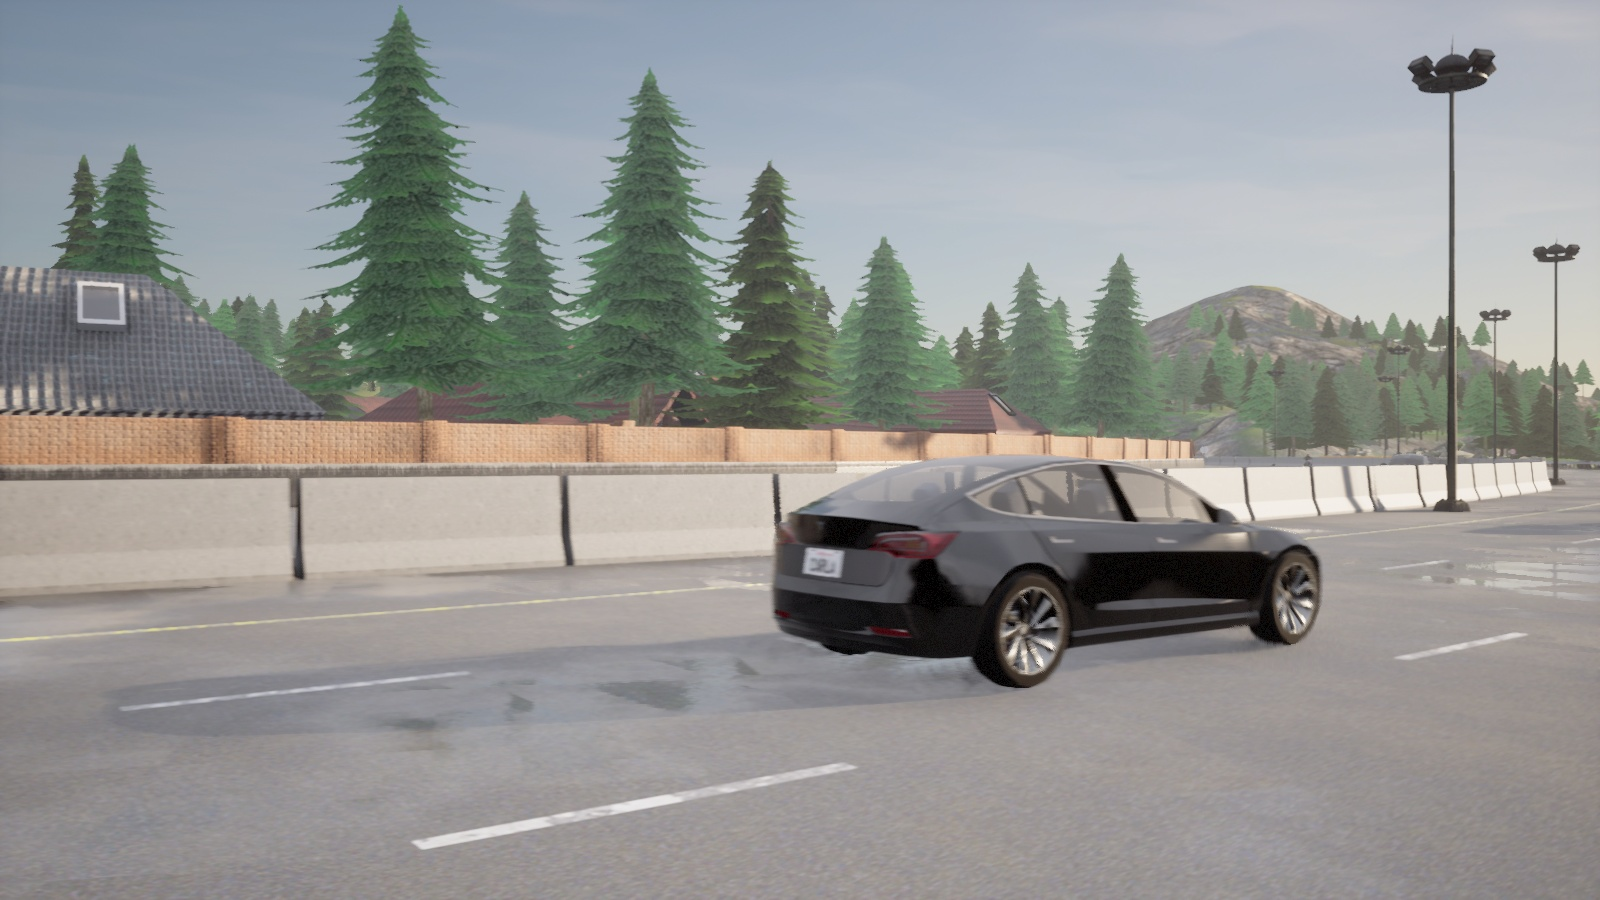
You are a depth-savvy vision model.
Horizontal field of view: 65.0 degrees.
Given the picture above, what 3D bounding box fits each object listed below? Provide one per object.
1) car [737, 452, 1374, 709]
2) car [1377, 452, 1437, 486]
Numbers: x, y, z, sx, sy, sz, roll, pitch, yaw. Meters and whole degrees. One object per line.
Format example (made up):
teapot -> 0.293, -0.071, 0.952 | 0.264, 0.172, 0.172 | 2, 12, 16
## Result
car -> 2.110, 0.766, 9.616 | 4.792, 1.488, 2.163 | 0, 0, -38
car -> 27.817, 0.843, 57.457 | 1.837, 1.490, 4.892 | 0, 0, 34
